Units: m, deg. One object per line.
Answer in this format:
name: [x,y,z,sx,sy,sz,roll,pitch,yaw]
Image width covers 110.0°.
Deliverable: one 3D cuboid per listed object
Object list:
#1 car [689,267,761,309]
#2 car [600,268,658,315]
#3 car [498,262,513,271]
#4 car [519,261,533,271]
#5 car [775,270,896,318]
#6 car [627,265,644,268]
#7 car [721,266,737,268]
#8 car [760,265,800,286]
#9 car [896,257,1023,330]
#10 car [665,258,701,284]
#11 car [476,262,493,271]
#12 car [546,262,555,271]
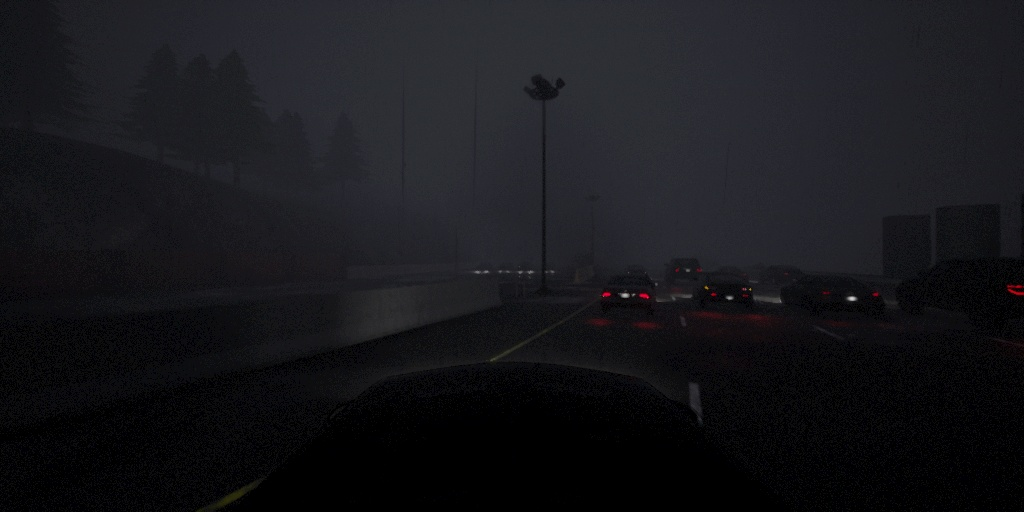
car: [9.003,1.375,15.543,1.812,1.442,4.674,0,0,22]
car: [4.729,1.385,14.313,2.033,1.411,5.357,0,0,22]
car: [-0.956,1.664,58.796,2.033,1.411,5.357,0,0,10]
car: [2.246,1.614,56.955,1.837,1.490,4.892,0,0,10]
car: [12.074,1.407,13.809,1.994,1.385,4.181,0,0,22]
car: [10.840,1.480,31.512,1.812,1.442,4.674,0,0,17]
car: [17.316,1.510,28.779,1.994,1.385,4.181,0,0,17]
car: [20.614,1.447,27.596,1.837,1.490,4.892,0,0,17]
car: [14.777,1.051,11.159,2.150,2.045,5.566,0,0,22]
car: [13.636,1.163,28.711,2.150,2.045,5.566,0,0,17]
car: [-4.531,1.713,58.690,1.895,1.301,4.718,0,0,10]
car: [6.048,1.670,58.353,2.033,1.411,5.357,0,0,9]
